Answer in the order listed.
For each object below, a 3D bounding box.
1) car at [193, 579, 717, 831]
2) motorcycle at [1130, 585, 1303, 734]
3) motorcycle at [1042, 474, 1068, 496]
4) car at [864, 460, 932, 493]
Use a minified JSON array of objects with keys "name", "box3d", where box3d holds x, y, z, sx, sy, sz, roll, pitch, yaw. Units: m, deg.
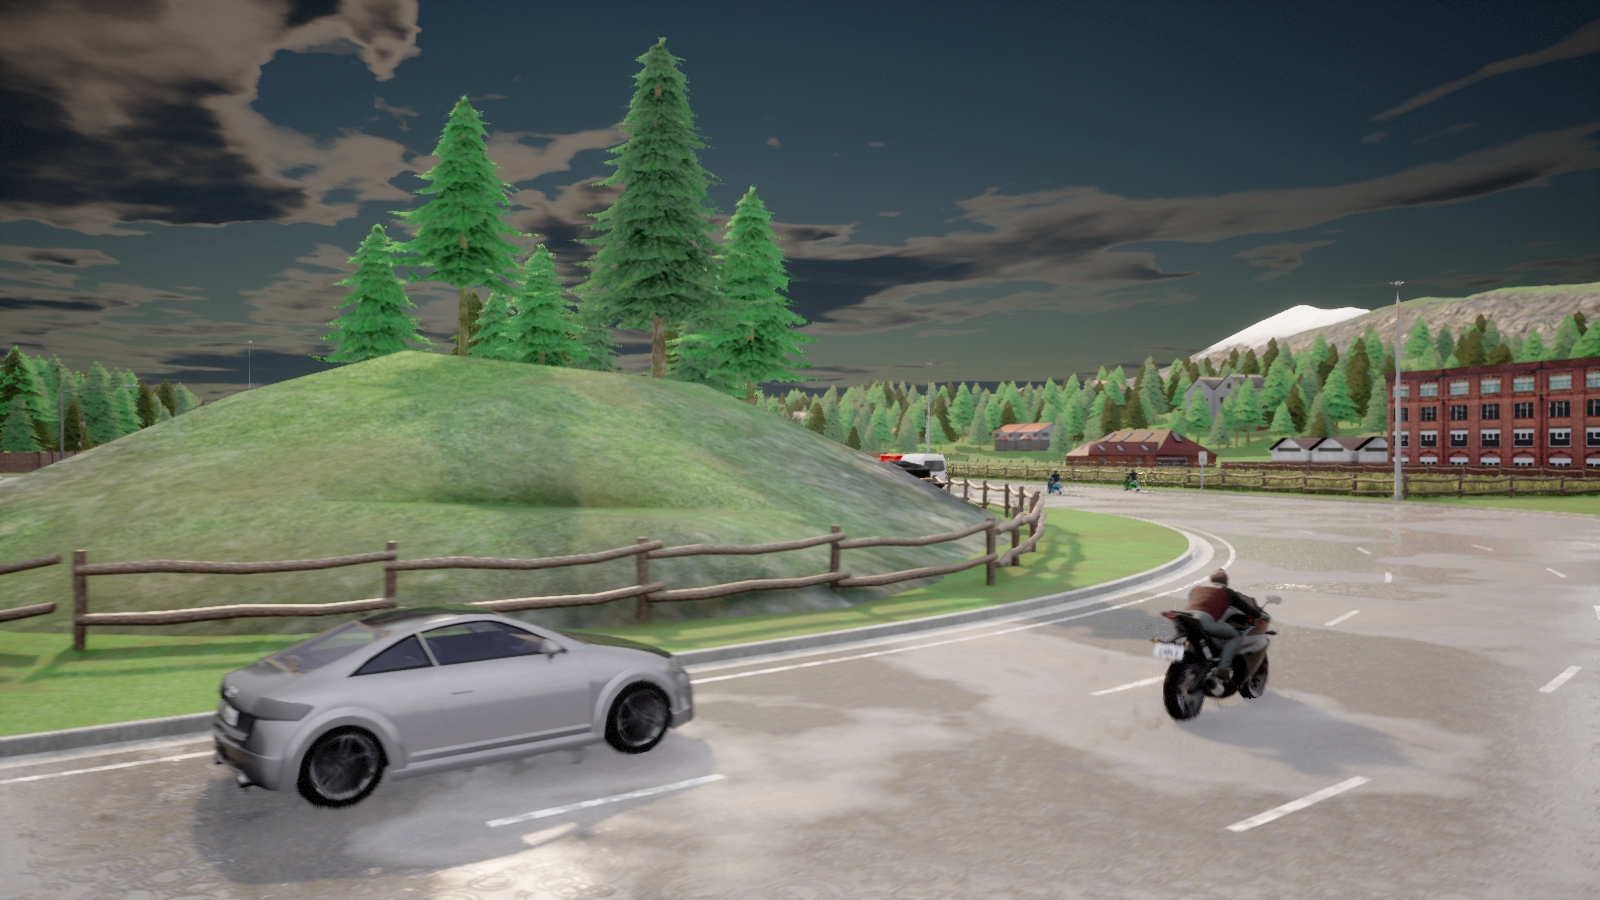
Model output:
[{"name":"car","box3d":[-3.057,2.123,10.528,4.181,1.385,1.994,0,0,-39]},{"name":"motorcycle","box3d":[4.579,2.211,12.468,2.209,1.251,0.867,0,-1,-44]},{"name":"motorcycle","box3d":[15.955,2.176,71.530,0.856,1.316,1.805,-1,0,-17]},{"name":"car","box3d":[6.665,1.788,78.281,2.390,2.098,6.274,0,0,-18]}]
